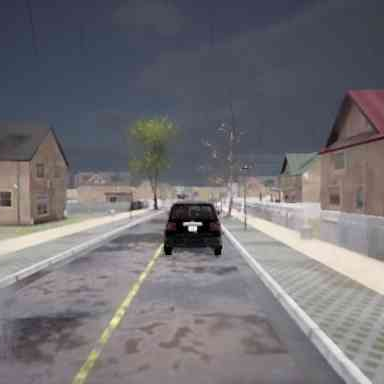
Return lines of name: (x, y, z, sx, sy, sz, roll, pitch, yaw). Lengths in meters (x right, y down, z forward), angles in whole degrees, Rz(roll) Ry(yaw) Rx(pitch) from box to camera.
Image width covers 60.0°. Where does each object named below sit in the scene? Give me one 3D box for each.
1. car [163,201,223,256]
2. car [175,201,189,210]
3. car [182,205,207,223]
car: (0.050, 1.363, 13.999, 2.150, 2.045, 5.566, 0, -1, 0)
car: (-1.686, 2.323, 58.774, 2.033, 1.411, 5.357, 0, -1, 2)
car: (0.255, 1.897, 29.281, 1.994, 1.385, 4.181, 0, -1, 1)
